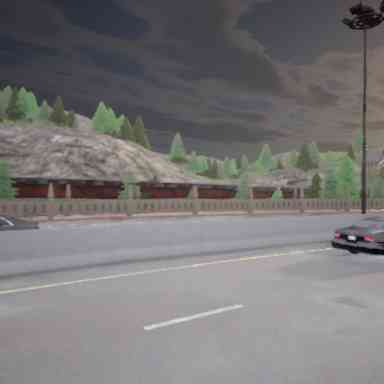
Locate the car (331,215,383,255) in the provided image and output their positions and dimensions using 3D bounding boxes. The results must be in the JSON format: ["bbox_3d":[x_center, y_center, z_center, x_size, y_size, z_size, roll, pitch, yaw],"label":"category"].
[{"bbox_3d":[7.505,1.565,12.084,5.357,1.411,2.033,0,0,-27],"label":"car"}]

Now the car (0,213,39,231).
[{"bbox_3d":[-7.742,1.465,11.188,4.892,1.490,1.837,0,0,-34],"label":"car"}]
